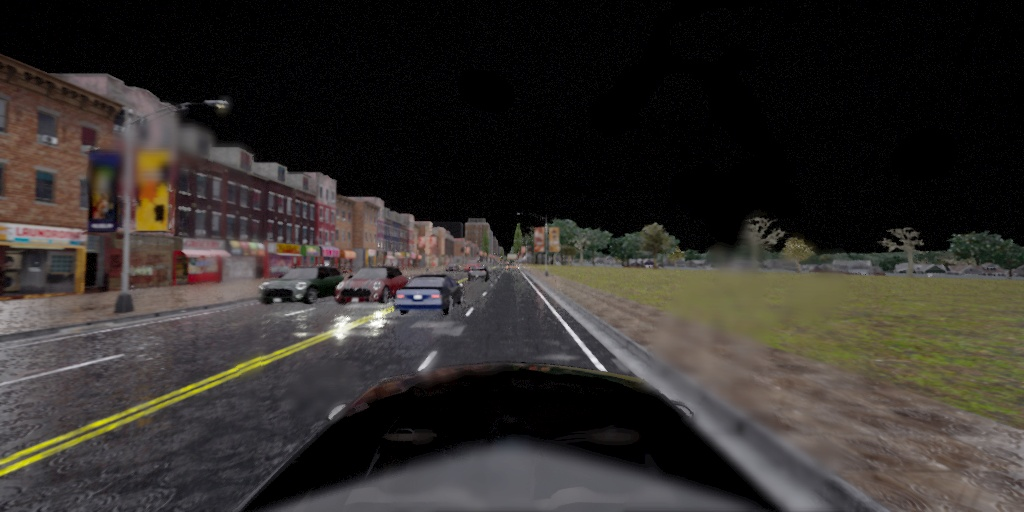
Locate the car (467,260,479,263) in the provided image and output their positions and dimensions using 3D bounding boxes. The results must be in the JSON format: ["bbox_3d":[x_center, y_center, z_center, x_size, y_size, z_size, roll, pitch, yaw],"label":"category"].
[{"bbox_3d":[-6.528,1.680,59.301,2.150,2.045,5.566,0,-1,1],"label":"car"}]

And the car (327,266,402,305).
[{"bbox_3d":[-6.595,1.289,17.317,2.097,1.767,4.553,0,-1,0],"label":"car"}]

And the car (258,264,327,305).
[{"bbox_3d":[-9.845,1.289,17.288,2.097,1.767,4.553,0,-1,0],"label":"car"}]

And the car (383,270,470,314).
[{"bbox_3d":[-3.145,1.450,14.491,2.033,1.411,5.357,0,-1,0],"label":"car"}]

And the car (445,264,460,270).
[{"bbox_3d":[-9.779,2.023,59.395,1.994,1.385,4.181,0,-1,1],"label":"car"}]

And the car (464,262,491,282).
[{"bbox_3d":[-3.139,1.646,34.728,2.128,1.511,4.902,0,-1,0],"label":"car"}]
